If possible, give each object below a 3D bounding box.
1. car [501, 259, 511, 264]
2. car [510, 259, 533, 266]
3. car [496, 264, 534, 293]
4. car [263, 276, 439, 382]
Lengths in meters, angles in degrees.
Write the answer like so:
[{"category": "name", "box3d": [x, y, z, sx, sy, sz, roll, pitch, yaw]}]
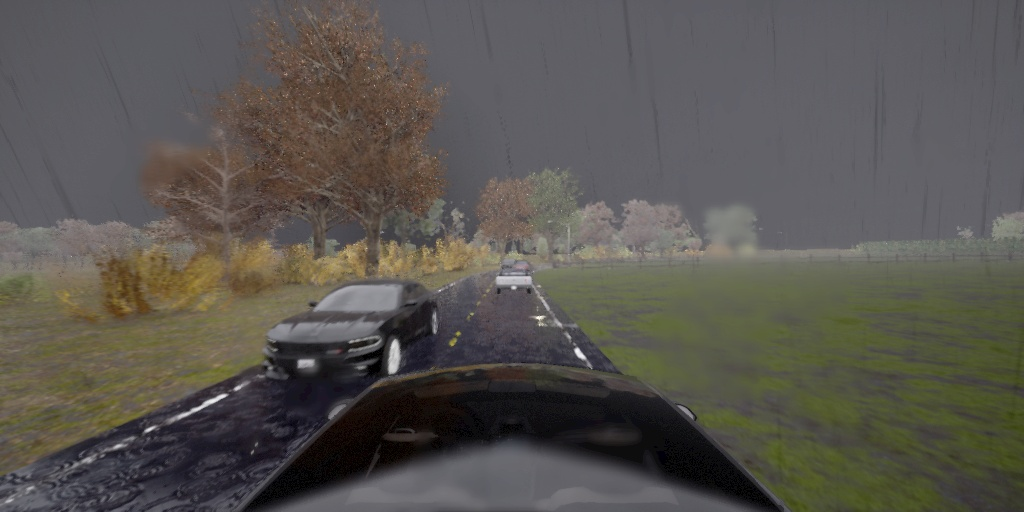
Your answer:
[{"category": "car", "box3d": [-0.287, 1.141, 49.456, 1.837, 1.490, 4.892, 0, 1, 14]}, {"category": "car", "box3d": [1.418, 1.234, 42.960, 1.994, 1.385, 4.181, 0, 0, 9]}, {"category": "car", "box3d": [0.100, 1.329, 20.458, 1.895, 1.301, 4.718, 0, 0, 0]}, {"category": "car", "box3d": [-2.851, 1.224, 7.479, 1.882, 1.535, 5.008, 0, 0, 0]}]
